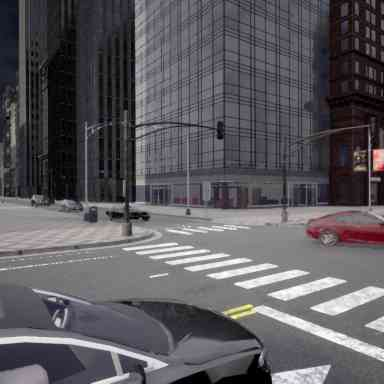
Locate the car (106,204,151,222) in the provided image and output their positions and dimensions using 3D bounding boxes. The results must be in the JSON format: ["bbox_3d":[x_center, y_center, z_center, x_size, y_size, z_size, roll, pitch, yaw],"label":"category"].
[{"bbox_3d":[-5.044,1.650,26.138,1.895,1.301,4.718,0,0,-35],"label":"car"}]

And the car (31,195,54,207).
[{"bbox_3d":[-24.562,1.460,53.835,2.150,2.045,5.566,0,0,-35],"label":"car"}]

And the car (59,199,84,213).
[{"bbox_3d":[-14.119,1.585,38.946,1.837,1.490,4.892,0,1,-35],"label":"car"}]

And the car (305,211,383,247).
[{"bbox_3d":[7.141,1.526,13.787,4.674,1.442,1.812,0,0,26],"label":"car"}]

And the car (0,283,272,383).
[{"bbox_3d":[-1.475,1.491,2.386,4.902,1.511,2.128,0,0,-36],"label":"car"}]
